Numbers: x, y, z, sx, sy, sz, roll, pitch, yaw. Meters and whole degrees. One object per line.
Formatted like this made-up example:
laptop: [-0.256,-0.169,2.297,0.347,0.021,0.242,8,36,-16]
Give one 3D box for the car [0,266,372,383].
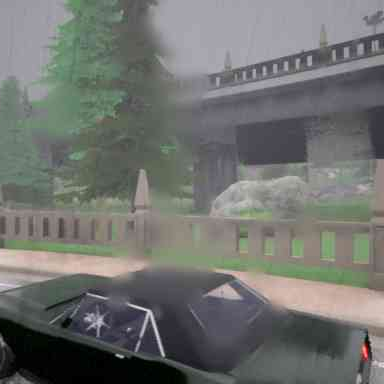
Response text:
car: [-0.600,1.601,3.922,4.718,1.301,1.895,0,0,31]
